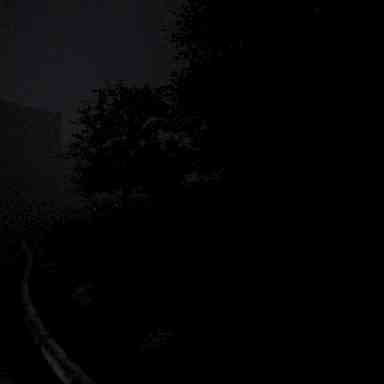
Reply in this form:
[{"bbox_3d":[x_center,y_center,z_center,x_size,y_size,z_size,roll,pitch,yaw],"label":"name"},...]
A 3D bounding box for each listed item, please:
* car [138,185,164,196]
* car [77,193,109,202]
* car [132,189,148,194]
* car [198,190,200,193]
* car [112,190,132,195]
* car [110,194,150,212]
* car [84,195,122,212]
[{"bbox_3d":[-8.272,-0.277,67.591,2.435,2.045,5.566,0,3,26],"label":"car"},{"bbox_3d":[-15.660,0.772,52.474,1.946,1.575,5.366,0,3,26],"label":"car"},{"bbox_3d":[-10.813,0.246,62.388,1.946,1.575,5.366,0,3,26],"label":"car"},{"bbox_3d":[1.896,0.032,61.576,2.128,1.511,4.902,0,3,27],"label":"car"},{"bbox_3d":[-13.232,0.508,57.428,1.946,1.575,5.366,0,3,26],"label":"car"},{"bbox_3d":[-6.285,1.339,36.224,2.033,1.411,5.357,0,3,20],"label":"car"},{"bbox_3d":[-9.461,1.425,36.875,1.895,1.301,4.718,0,3,20],"label":"car"}]
